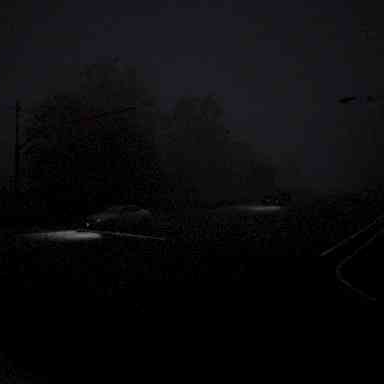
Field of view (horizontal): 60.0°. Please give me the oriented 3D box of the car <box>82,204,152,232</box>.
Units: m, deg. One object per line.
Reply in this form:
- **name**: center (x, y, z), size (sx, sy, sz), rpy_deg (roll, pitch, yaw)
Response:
- **car**: center (-4.422, 1.507, 20.304), size (1.812, 1.442, 4.674), rpy_deg (0, 1, 36)

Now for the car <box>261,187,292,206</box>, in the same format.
- **car**: center (10.549, 0.499, 41.072), size (2.150, 2.045, 5.566), rpy_deg (0, 3, 36)
